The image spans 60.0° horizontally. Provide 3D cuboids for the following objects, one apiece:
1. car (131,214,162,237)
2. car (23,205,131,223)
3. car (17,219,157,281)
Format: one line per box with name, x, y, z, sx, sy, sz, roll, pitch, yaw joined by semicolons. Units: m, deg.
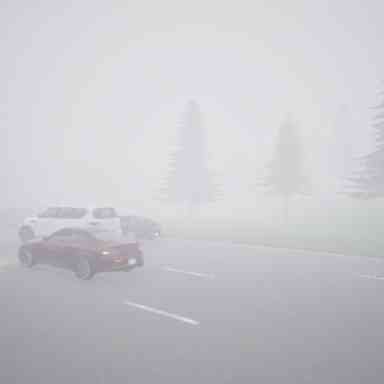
car;-4.079;2.060;19.361;4.892;1.490;1.837;0;-2;28
car;-6.099;1.644;16.530;5.566;2.045;2.150;0;-2;27
car;-3.640;1.813;10.799;4.674;1.442;1.812;0;-2;33
